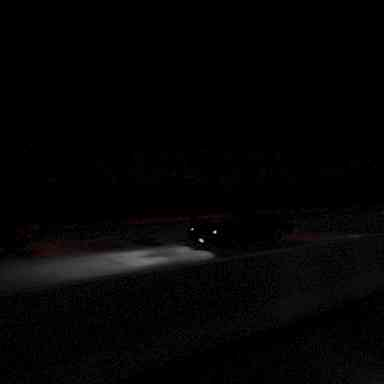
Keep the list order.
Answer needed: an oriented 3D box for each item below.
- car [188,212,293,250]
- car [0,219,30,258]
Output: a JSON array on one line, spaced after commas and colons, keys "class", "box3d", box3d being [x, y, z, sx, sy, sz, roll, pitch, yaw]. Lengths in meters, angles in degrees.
[{"class": "car", "box3d": [2.151, 1.575, 14.276, 4.718, 1.301, 1.895, 0, 0, -37]}, {"class": "car", "box3d": [-8.053, 1.532, 11.175, 4.674, 1.442, 1.812, 0, 0, -36]}]
